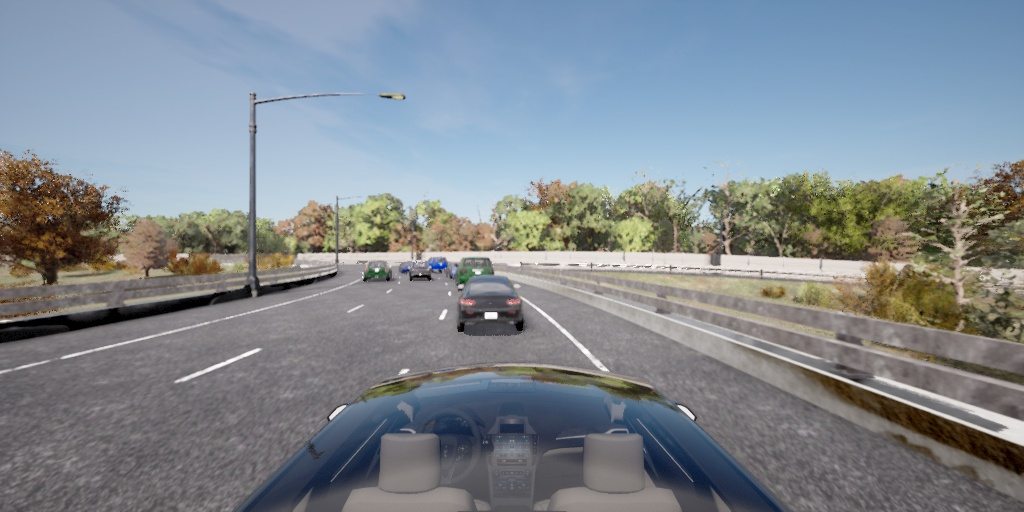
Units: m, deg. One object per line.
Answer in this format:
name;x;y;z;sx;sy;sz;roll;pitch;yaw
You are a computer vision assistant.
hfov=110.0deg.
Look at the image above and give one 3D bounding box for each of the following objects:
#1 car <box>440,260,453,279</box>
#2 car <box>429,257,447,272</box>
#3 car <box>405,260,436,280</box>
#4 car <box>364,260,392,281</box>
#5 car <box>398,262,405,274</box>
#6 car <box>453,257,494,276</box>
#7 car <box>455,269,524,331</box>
car;-5.394;1.421;34.718;2.033;1.411;5.357;0;0;-17
car;-9.774;1.140;46.294;2.150;2.045;5.566;0;0;-24
car;-8.411;1.361;32.696;2.128;1.511;4.902;0;0;-16
car;-11.751;1.219;31.613;2.097;1.767;4.553;0;0;-16
car;-13.275;1.483;45.541;1.994;1.385;4.181;0;0;-24
car;-2.427;1.051;22.888;2.150;2.045;5.566;0;0;-11
car;-0.698;1.310;11.092;1.812;1.442;4.674;0;0;-5
